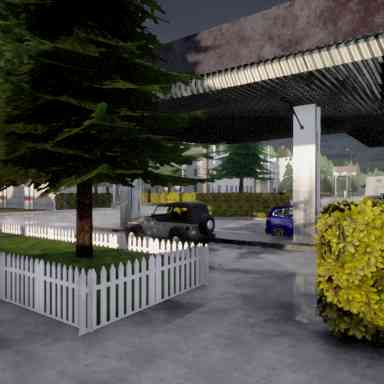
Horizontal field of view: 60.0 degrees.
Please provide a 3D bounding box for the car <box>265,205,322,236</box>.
[{"bbox_3d":[5.890,1.480,15.937,4.611,1.667,2.242,0,0,35],"label":"car"}]

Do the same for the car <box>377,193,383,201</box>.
[{"bbox_3d":[25.851,1.077,43.467,1.905,1.878,3.866,0,0,35],"label":"car"}]

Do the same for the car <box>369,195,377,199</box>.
[{"bbox_3d":[33.119,1.298,60.206,2.007,1.523,4.514,0,0,35],"label":"car"}]

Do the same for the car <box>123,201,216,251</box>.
[{"bbox_3d":[-0.912,1.313,13.790,3.866,1.878,1.905,0,0,35],"label":"car"}]
